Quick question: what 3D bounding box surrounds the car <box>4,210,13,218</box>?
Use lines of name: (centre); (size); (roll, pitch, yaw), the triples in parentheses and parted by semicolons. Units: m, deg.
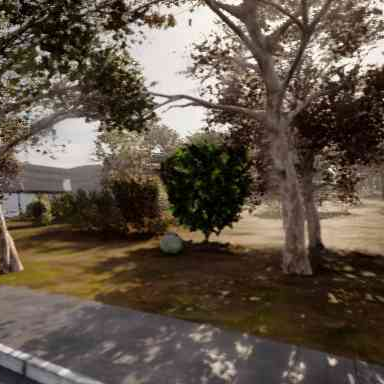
car: (-29.411, 4.228, 57.847); (1.812, 1.442, 4.674); (-7, -3, 21)

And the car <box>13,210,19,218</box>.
car: (-27.067, 3.937, 55.724); (1.994, 1.385, 4.181); (-7, -3, 21)

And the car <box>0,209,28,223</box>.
car: (-33.583, 4.502, 61.093); (5.566, 2.045, 2.435); (-6, -3, 1)
